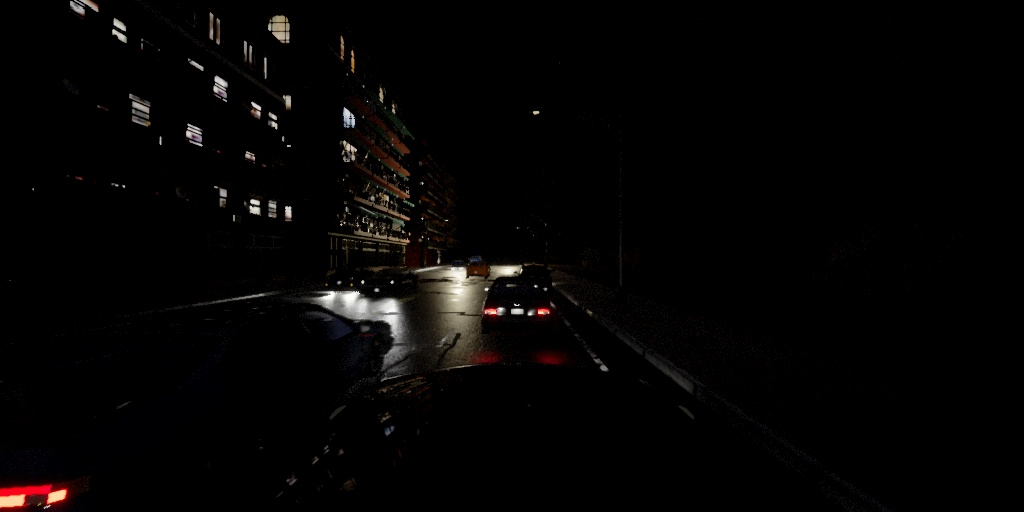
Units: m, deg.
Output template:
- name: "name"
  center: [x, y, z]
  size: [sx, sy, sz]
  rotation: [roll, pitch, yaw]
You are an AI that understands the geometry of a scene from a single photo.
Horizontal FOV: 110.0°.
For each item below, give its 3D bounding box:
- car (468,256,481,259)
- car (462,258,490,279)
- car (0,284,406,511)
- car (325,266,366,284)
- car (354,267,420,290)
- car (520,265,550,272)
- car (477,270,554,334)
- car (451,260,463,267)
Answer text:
- name: "car"
  center: [-6.426, 0.971, 63.101]
  size: [2.150, 2.045, 5.566]
  rotation: [0, 0, 1]
- name: "car"
  center: [-3.080, 1.230, 33.193]
  size: [1.882, 1.535, 5.008]
  rotation: [0, 0, 0]
- name: "car"
  center: [-3.147, 1.297, 4.351]
  size: [2.033, 1.411, 5.357]
  rotation: [0, 0, 0]
- name: "car"
  center: [-9.806, 1.316, 22.321]
  size: [1.994, 1.385, 4.181]
  rotation: [0, 0, 0]
- name: "car"
  center: [-6.560, 1.353, 19.630]
  size: [1.895, 1.301, 4.718]
  rotation: [0, 0, 0]
- name: "car"
  center: [1.177, 1.257, 20.272]
  size: [1.837, 1.490, 4.892]
  rotation: [0, 0, 0]
- name: "car"
  center: [0.120, 1.299, 10.584]
  size: [2.033, 1.411, 5.357]
  rotation: [0, 0, 0]
- name: "car"
  center: [-9.660, 1.350, 64.368]
  size: [1.895, 1.301, 4.718]
  rotation: [0, 0, 1]
